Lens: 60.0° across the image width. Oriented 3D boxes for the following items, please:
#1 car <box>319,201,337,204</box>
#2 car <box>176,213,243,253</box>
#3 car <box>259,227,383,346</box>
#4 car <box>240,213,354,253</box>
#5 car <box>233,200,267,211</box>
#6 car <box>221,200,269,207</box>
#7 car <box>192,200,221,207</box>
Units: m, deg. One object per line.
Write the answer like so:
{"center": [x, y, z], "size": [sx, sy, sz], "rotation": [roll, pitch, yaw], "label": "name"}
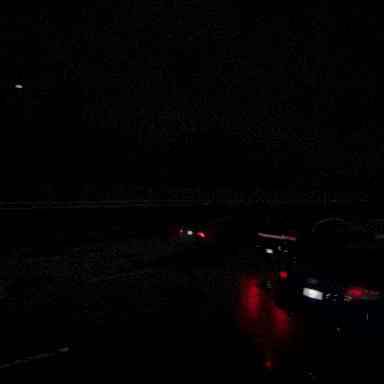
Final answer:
{"center": [17.088, 1.880, 41.949], "size": [4.181, 1.385, 1.994], "rotation": [1, -1, -35], "label": "car"}
{"center": [1.976, 1.568, 13.745], "size": [5.357, 1.411, 2.033], "rotation": [0, 0, -35], "label": "car"}
{"center": [3.526, 1.574, 6.383], "size": [4.181, 1.385, 1.994], "rotation": [0, 0, -35], "label": "car"}
{"center": [4.224, 1.514, 11.056], "size": [4.902, 1.511, 2.128], "rotation": [0, 0, -35], "label": "car"}
{"center": [7.619, 1.780, 43.799], "size": [4.181, 1.385, 1.994], "rotation": [1, -1, -35], "label": "car"}
{"center": [5.190, 1.602, 29.182], "size": [4.892, 1.490, 1.837], "rotation": [1, 0, -35], "label": "car"}
{"center": [1.991, 1.633, 35.499], "size": [4.674, 1.442, 1.812], "rotation": [1, 0, -35], "label": "car"}
